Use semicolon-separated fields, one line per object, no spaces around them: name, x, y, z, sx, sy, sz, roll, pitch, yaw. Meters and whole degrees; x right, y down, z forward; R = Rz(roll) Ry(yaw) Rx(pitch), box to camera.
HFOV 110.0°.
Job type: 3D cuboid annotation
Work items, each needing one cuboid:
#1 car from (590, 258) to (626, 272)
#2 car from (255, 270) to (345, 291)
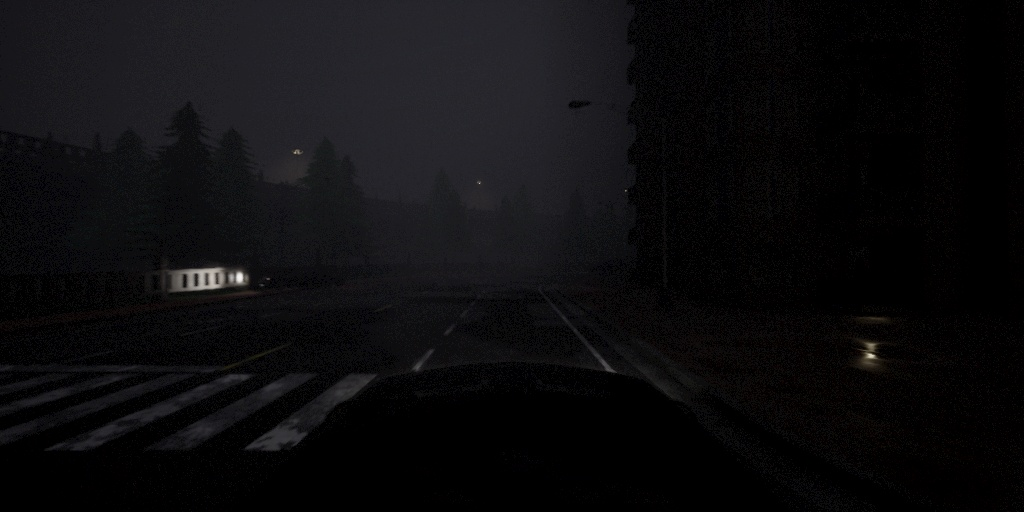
car;14.609;1.406;54.408;5.566;2.045;2.150;-2;-1;-16
car;-13.266;1.521;22.676;1.895;1.301;4.718;0;-4;36
